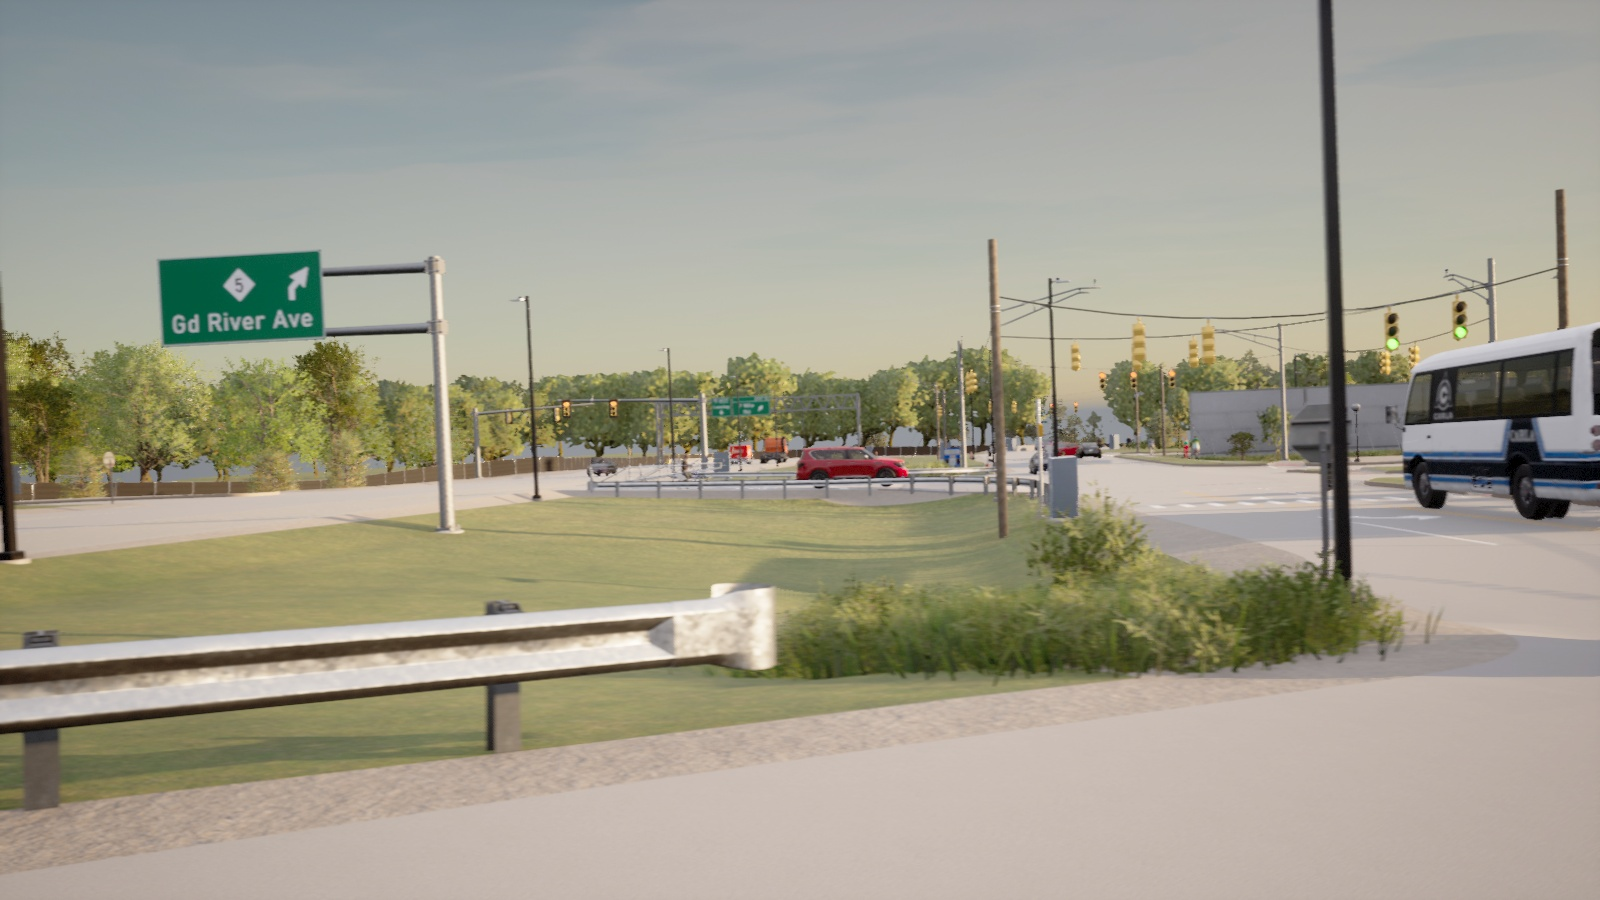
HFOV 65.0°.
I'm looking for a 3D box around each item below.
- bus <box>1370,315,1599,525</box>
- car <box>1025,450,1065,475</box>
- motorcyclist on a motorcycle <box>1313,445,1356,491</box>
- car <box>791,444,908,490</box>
[{"bbox_3d":[17.900,-0.673,30.653,3.944,4.253,10.273,-3,0,5],"label":"bus"},{"bbox_3d":[15.712,0.776,80.709,2.033,1.411,5.357,-3,0,6],"label":"car"},{"bbox_3d":[19.274,0.646,45.318,0.866,1.590,1.817,-3,0,5],"label":"motorcyclist on a motorcycle"},{"bbox_3d":[2.473,0.823,62.199,5.566,2.045,2.150,-2,0,7],"label":"car"}]
